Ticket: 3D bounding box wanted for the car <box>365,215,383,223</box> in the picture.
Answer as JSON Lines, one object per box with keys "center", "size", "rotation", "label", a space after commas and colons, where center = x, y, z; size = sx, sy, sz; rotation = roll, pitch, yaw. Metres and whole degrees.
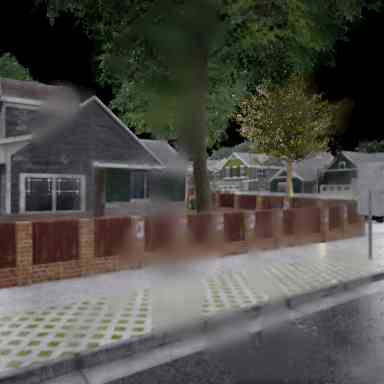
{"center": [10.839, 1.335, 22.695], "size": [1.895, 1.301, 4.718], "rotation": [0, 1, -32], "label": "car"}
